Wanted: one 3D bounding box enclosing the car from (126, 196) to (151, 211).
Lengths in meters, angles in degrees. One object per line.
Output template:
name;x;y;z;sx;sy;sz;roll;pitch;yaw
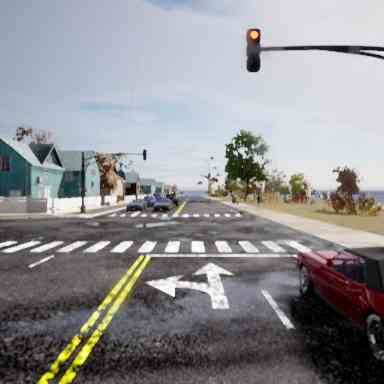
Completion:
car;-6.552;1.551;40.061;2.033;1.411;5.357;0;0;0

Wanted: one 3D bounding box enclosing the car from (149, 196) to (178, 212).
car;-3.280;1.551;39.708;2.033;1.411;5.357;0;0;4

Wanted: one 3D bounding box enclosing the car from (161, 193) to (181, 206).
car;-3.275;1.237;53.995;2.150;2.045;5.566;0;0;0

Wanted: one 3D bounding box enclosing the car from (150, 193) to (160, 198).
car;-6.536;1.364;50.020;2.097;1.767;4.553;0;0;0

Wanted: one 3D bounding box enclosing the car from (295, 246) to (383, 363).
car;3.354;1.598;5.765;1.895;1.301;4.718;0;0;0

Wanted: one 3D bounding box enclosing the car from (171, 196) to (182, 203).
car;-3.180;1.582;69.200;2.033;1.411;5.357;0;0;0
